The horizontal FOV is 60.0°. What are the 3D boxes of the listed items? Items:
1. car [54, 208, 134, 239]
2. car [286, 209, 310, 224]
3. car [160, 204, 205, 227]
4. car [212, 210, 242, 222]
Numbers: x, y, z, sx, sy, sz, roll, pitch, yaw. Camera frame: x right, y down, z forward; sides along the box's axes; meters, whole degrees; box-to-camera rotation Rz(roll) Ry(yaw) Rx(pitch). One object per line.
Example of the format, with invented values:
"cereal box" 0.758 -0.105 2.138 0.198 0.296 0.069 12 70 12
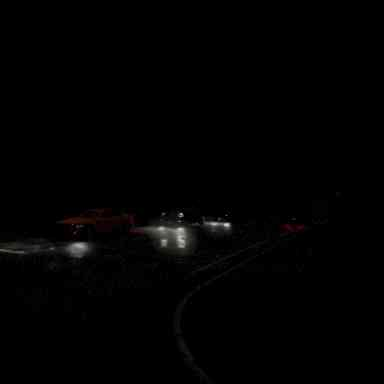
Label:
"car" -5.274 1.645 18.561 1.882 1.535 5.008 0 -1 27
"car" 11.128 2.561 34.841 2.128 1.511 4.902 0 -3 27
"car" -0.704 1.859 27.497 2.097 1.767 4.553 0 -3 27
"car" 3.851 2.595 36.402 1.895 1.301 4.718 0 -3 27
